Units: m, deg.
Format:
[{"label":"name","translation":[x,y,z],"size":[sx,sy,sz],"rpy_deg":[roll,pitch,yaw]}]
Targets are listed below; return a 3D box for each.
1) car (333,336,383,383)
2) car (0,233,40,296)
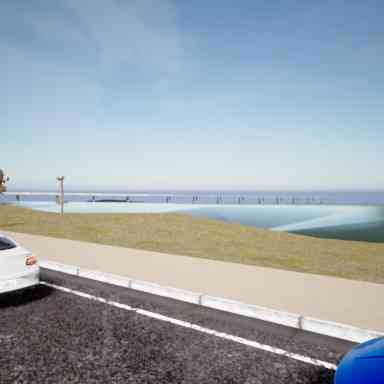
[{"label":"car","translation":[3.245,1.478,1.365],"size":[5.008,1.535,1.882],"rpy_deg":[0,0,36]},{"label":"car","translation":[-5.262,1.525,7.458],"size":[4.674,1.442,1.812],"rpy_deg":[0,0,35]}]
